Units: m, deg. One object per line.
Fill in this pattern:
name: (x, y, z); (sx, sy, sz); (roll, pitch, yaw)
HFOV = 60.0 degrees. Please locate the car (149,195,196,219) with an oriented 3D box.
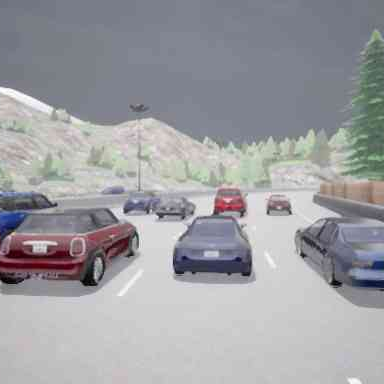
car: (-1.019, 1.036, 23.088); (2.033, 1.411, 5.357); (0, 1, 11)

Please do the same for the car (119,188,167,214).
car: (-3.769, 0.753, 26.954); (2.097, 1.767, 4.553); (0, 1, 12)

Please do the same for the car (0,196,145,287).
car: (-2.930, 1.150, 8.966); (2.097, 1.767, 4.553); (0, 1, 6)

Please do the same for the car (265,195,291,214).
car: (6.892, 0.936, 26.625); (1.812, 1.442, 4.674); (0, 1, 12)

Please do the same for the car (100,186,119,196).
car: (-14.880, -0.163, 62.632); (2.150, 2.045, 5.566); (0, 1, 23)

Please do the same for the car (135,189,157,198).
car: (-8.287, 0.233, 60.205); (1.994, 1.385, 4.181); (1, 1, 23)

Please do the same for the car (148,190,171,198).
car: (-5.549, 0.326, 57.678); (1.895, 1.301, 4.718); (1, 1, 22)

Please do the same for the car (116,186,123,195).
car: (-11.442, 0.161, 61.736); (1.812, 1.442, 4.674); (0, 1, 23)

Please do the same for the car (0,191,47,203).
car: (-6.186, 0.963, 11.575); (2.150, 2.045, 5.566); (0, 1, 8)

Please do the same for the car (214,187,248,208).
car: (2.986, 0.665, 25.190); (2.150, 2.045, 5.566); (0, 2, 12)

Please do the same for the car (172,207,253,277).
car: (0.654, 1.349, 9.618); (1.994, 1.385, 4.181); (0, 1, 6)

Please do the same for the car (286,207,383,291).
car: (4.060, 1.354, 8.628); (2.033, 1.411, 5.357); (0, 1, 6)
